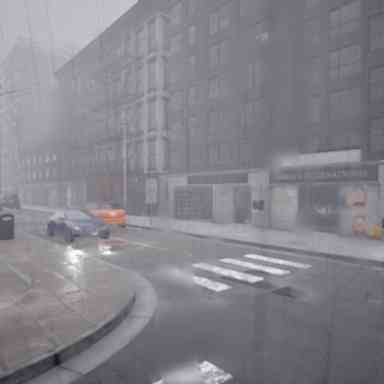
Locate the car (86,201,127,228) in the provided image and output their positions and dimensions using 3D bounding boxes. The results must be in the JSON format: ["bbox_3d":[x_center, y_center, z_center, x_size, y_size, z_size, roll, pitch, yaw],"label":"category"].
[{"bbox_3d":[-6.054,1.385,21.375,2.097,1.767,4.553,0,0,-40],"label":"car"}]

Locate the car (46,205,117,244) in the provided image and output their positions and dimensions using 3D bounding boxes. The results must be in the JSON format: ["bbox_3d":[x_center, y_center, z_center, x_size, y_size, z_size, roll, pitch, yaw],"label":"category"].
[{"bbox_3d":[-5.739,1.555,16.378,1.812,1.442,4.674,0,0,-40],"label":"car"}]

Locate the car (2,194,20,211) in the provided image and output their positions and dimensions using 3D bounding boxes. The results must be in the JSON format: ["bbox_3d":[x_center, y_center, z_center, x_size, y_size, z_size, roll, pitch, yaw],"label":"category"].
[{"bbox_3d":[-23.707,1.295,42.618,2.150,2.045,5.566,0,0,-40],"label":"car"}]
